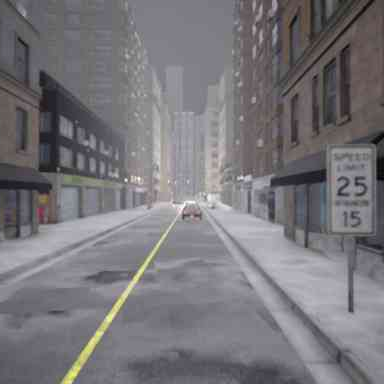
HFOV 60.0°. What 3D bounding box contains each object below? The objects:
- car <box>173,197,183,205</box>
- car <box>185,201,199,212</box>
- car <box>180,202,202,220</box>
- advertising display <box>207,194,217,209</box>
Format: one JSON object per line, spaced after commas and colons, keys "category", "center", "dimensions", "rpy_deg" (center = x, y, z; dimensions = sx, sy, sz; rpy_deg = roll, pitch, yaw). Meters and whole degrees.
{"category": "car", "center": [-3.024, 1.908, 71.779], "dimensions": [2.097, 1.767, 4.553], "rpy_deg": [0, 0, 0]}
{"category": "car", "center": [0.030, 1.981, 45.078], "dimensions": [1.895, 1.301, 4.718], "rpy_deg": [0, 0, 1]}
{"category": "car", "center": [0.000, 1.870, 31.595], "dimensions": [1.895, 1.301, 4.718], "rpy_deg": [0, 0, 0]}
{"category": "advertising display", "center": [3.118, 1.470, 52.854], "dimensions": [1.540, 2.440, 0.280], "rpy_deg": [0, 0, 0]}
